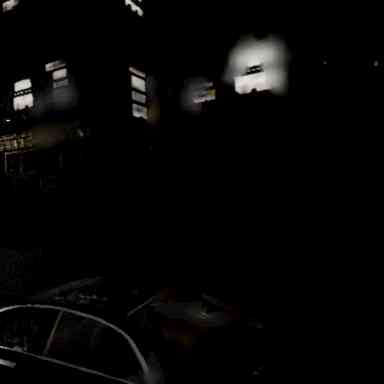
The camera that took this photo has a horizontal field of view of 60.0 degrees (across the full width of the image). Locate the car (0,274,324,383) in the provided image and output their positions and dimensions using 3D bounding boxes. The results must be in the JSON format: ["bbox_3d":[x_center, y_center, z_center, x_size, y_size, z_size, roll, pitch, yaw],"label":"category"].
[{"bbox_3d":[-1.048,1.539,3.301,4.403,1.369,2.008,-1,-1,29],"label":"car"}]
